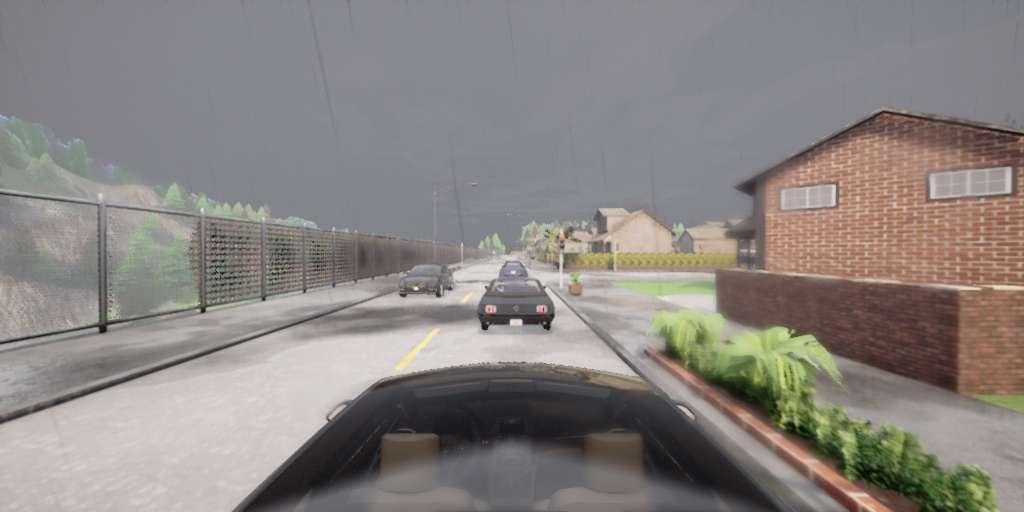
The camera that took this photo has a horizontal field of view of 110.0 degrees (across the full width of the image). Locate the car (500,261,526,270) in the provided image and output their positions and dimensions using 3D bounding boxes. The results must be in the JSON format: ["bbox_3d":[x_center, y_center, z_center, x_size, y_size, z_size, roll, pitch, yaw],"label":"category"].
[{"bbox_3d":[0.099,1.072,26.980,1.994,1.385,4.181,0,1,0],"label":"car"}]

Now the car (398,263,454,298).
[{"bbox_3d":[-4.002,1.110,17.387,1.837,1.490,4.892,0,0,0],"label":"car"}]

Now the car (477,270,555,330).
[{"bbox_3d":[0.103,1.264,10.717,1.895,1.301,4.718,0,1,0],"label":"car"}]
